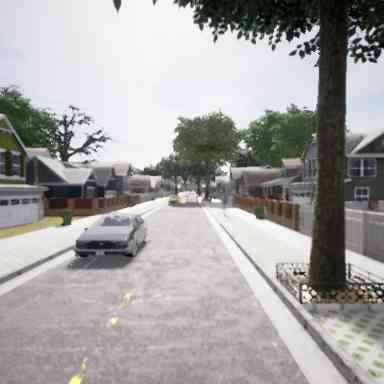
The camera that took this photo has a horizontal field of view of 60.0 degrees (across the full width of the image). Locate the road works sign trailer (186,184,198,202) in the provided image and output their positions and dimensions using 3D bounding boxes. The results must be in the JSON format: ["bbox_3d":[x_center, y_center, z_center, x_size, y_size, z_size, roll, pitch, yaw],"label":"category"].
[{"bbox_3d":[0.017,0.177,65.595,2.380,3.560,2.880,0,0,0],"label":"road works sign trailer"}]

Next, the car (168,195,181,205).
[{"bbox_3d":[-2.808,1.262,53.664,1.882,1.535,5.008,0,0,0],"label":"car"}]

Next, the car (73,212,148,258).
[{"bbox_3d":[-2.848,1.515,12.950,2.033,1.411,5.357,0,0,0],"label":"car"}]
